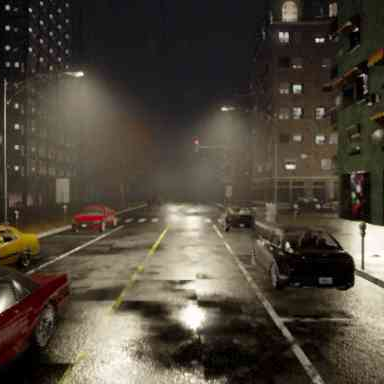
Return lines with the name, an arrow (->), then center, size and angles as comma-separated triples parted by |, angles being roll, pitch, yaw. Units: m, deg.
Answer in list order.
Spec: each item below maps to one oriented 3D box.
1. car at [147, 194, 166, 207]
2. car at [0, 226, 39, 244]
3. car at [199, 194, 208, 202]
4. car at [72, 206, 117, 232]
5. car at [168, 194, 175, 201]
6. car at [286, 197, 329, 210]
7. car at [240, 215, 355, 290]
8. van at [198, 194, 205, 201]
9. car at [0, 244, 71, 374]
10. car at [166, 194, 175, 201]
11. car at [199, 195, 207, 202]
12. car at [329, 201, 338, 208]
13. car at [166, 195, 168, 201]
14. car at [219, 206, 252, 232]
car -> -5.795, 1.317, 52.286 | 2.192, 1.841, 5.009 | 0, 0, 0
car -> -5.706, 1.523, 8.663 | 1.752, 1.417, 4.829 | 0, 0, 0
car -> 2.542, 1.578, 74.394 | 1.947, 1.339, 4.313 | 0, 0, 0
car -> -5.729, 1.539, 19.898 | 1.887, 1.381, 4.507 | 0, 0, 0
car -> -5.862, 1.594, 85.424 | 1.947, 1.339, 4.313 | 0, 0, 0
car -> 13.349, 1.325, 39.343 | 4.403, 1.369, 2.008 | -1, 1, -1
car -> 2.674, 1.544, 8.849 | 2.008, 1.369, 4.403 | 0, 0, 0
van -> 2.519, 1.365, 85.441 | 1.690, 1.788, 3.998 | 0, 0, 0
car -> -3.005, 1.600, 3.471 | 1.895, 1.301, 4.718 | 0, 0, 0
car -> -5.873, 1.351, 90.946 | 2.192, 1.841, 5.009 | 0, 0, 0
car -> 2.530, 1.543, 80.087 | 1.752, 1.417, 4.829 | 0, 0, 0
car -> 18.745, 1.222, 39.408 | 4.829, 1.417, 1.752 | -1, 1, -1
car -> -5.806, 1.571, 57.809 | 1.947, 1.339, 4.313 | 0, 0, 0
car -> 2.651, 1.540, 19.915 | 2.008, 1.369, 4.403 | 0, 0, 0
